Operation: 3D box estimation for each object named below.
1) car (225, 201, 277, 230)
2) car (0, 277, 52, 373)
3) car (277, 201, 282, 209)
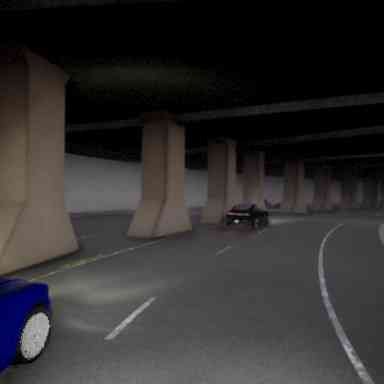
[{"bbox_3d":[3.776,1.552,21.977,2.128,1.511,4.902,1,0,27],"label":"car"},{"bbox_3d":[-3.094,1.434,2.814,1.882,1.535,5.008,0,0,5],"label":"car"},{"bbox_3d":[13.894,1.760,47.603,5.357,1.411,2.033,1,0,-45],"label":"car"}]
